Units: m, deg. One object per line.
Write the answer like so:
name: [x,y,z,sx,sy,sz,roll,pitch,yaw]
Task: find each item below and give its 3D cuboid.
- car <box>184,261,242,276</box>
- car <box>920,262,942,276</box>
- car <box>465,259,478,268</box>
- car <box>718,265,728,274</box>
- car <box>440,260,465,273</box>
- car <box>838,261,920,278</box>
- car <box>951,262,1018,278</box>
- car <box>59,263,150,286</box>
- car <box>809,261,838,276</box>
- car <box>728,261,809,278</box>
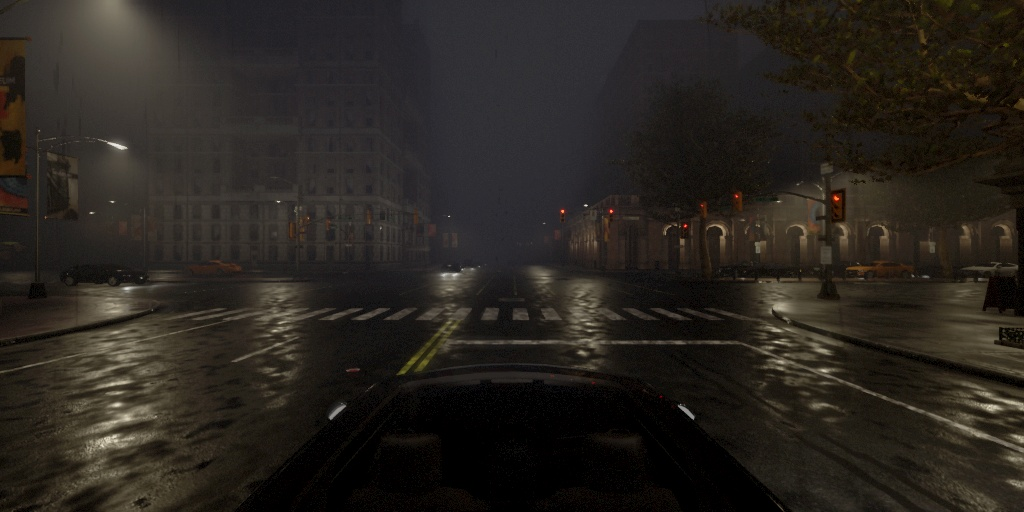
car: [-30.075,1.227,36.101,5.008,1.535,1.882,0,0,0]
car: [42.935,1.314,35.805,4.181,1.385,1.994,0,0,0]
car: [-7.171,1.256,59.211,1.837,1.490,4.892,0,0,0]
car: [23.288,1.241,35.900,4.902,1.511,2.128,0,0,0]
car: [-7.162,1.314,42.468,1.994,1.385,4.181,0,0,0]
car: [33.053,1.228,32.357,5.008,1.535,1.882,0,0,0]
car: [43.279,1.276,32.304,4.674,1.442,1.812,0,0,1]
car: [-27.647,1.255,24.418,4.892,1.490,1.837,0,0,0]
car: [32.886,1.241,35.861,4.902,1.511,2.128,0,0,0]
car: [23.088,1.297,32.400,5.357,1.411,2.033,0,0,0]
